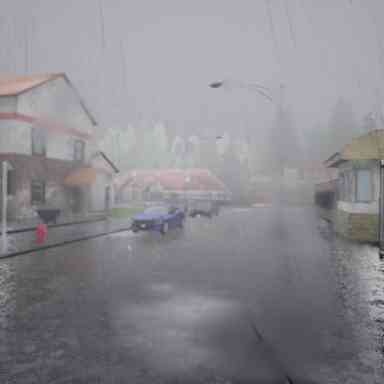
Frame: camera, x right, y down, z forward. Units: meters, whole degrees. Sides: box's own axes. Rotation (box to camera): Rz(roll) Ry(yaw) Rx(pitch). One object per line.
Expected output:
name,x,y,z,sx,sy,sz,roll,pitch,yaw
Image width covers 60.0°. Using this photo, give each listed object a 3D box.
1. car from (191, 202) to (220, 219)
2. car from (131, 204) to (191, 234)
car,1.290,1.588,30.587,2.033,1.411,5.357,1,0,16
car,-1.827,1.466,19.381,1.882,1.535,5.008,1,0,15
